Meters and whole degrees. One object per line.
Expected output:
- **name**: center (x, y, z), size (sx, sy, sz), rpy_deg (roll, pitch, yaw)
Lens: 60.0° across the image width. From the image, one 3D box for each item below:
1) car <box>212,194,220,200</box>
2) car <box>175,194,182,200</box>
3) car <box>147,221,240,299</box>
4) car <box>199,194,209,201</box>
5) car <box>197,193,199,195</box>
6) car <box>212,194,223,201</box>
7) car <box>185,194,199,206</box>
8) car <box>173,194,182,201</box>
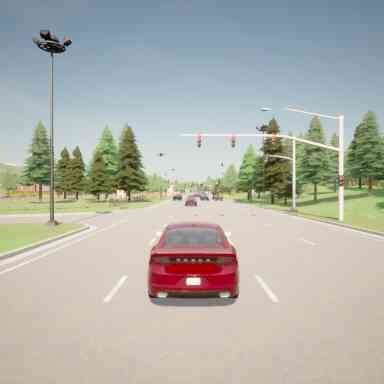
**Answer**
- **car**: center (6.732, 1.372, 94.197), size (2.033, 1.411, 5.357), rpy_deg (0, 0, 0)
- **car**: center (-3.768, 1.310, 94.167), size (1.882, 1.535, 5.008), rpy_deg (0, 0, 0)
- **car**: center (0.039, 1.478, 8.542), size (1.882, 1.535, 5.008), rpy_deg (0, 0, 0)
- **car**: center (3.261, 1.516, 84.184), size (1.812, 1.442, 4.674), rpy_deg (0, 0, 0)
- **car**: center (3.232, 1.357, 94.187), size (2.128, 1.511, 4.902), rpy_deg (0, 0, 0)
- **car**: center (6.762, 1.516, 83.778), size (2.128, 1.511, 4.902), rpy_deg (0, 0, 0)
- **car**: center (-0.150, 1.525, 53.145), size (1.812, 1.442, 4.674), rpy_deg (0, 0, 0)
- **car**: center (-3.738, 1.469, 83.747), size (1.882, 1.535, 5.008), rpy_deg (0, 0, 0)
